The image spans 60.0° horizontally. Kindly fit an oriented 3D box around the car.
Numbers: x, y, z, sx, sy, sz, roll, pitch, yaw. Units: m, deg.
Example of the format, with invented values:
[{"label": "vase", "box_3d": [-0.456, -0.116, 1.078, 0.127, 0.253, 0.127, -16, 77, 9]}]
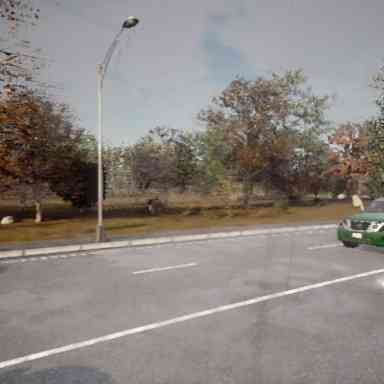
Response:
[{"label": "car", "box_3d": [8.272, 1.187, 13.169, 5.566, 2.045, 2.150, 0, 0, -29]}]
